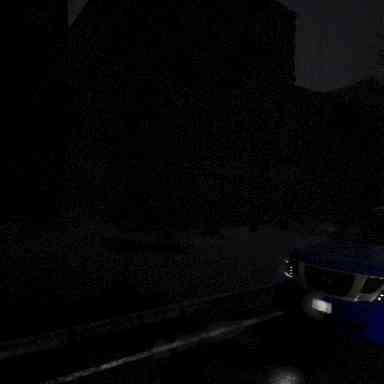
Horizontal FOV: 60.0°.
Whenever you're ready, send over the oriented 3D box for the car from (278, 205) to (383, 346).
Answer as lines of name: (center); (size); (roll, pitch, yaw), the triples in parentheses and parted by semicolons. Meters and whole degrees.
car: (4.071, 1.275, 6.241); (5.566, 2.045, 2.150); (1, -1, -35)
